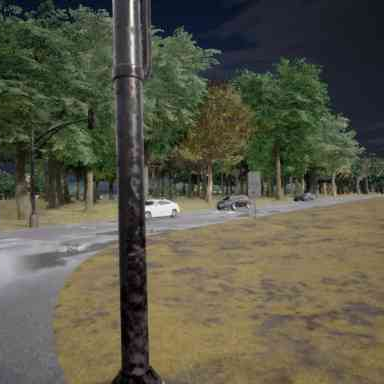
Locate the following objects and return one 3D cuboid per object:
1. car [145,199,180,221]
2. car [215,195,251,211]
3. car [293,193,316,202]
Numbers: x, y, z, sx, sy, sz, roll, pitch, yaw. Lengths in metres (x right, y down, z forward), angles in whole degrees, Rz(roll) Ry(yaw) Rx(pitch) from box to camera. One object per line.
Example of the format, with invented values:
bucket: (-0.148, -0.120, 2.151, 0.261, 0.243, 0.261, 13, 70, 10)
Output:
car: (-2.794, 1.268, 24.482, 1.812, 1.442, 4.674, -3, -1, 37)
car: (4.236, 1.063, 33.723, 1.837, 1.490, 4.892, -3, 0, 37)
car: (17.126, 0.792, 50.506, 2.033, 1.411, 5.357, -3, -1, 38)
